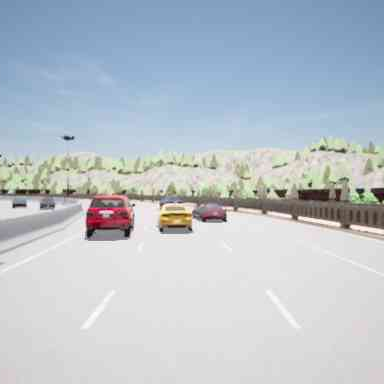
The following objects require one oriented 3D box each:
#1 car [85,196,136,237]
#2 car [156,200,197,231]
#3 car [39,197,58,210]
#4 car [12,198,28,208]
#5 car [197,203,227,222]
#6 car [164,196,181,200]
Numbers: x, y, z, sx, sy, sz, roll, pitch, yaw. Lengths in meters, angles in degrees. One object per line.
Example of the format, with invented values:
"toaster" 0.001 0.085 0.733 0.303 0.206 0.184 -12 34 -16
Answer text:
"car" -4.339 1.205 18.202 2.150 2.045 5.566 0 0 -7
"car" -1.146 1.462 20.461 1.882 1.535 5.008 0 0 -8
"car" -18.509 1.464 42.816 1.837 1.490 4.892 0 -1 -23
"car" -24.039 1.498 46.541 2.033 1.411 5.357 0 0 -26
"car" 1.351 1.545 26.354 1.994 1.385 4.181 0 0 -11
"car" -2.609 1.319 41.034 2.097 1.767 4.553 0 0 -19
